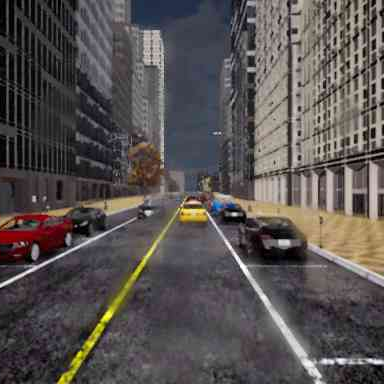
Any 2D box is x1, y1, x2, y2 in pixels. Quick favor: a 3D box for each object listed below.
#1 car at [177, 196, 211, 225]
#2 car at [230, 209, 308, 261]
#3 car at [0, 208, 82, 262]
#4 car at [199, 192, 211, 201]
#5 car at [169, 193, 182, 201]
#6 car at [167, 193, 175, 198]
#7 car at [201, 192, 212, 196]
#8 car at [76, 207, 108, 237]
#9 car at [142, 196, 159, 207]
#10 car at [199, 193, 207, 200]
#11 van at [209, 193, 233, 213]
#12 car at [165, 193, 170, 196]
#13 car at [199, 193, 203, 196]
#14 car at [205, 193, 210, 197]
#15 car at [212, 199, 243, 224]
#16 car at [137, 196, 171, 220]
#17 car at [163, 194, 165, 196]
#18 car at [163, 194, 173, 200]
[{"bbox_3d":[0.096,1.329,22.888,1.801,1.575,5.366,0,0,0],"label":"car"},{"bbox_3d":[2.690,1.502,11.774,1.947,1.339,4.313,0,0,0],"label":"car"},{"bbox_3d":[-5.691,1.480,11.780,1.887,1.381,4.507,0,0,0],"label":"car"},{"bbox_3d":[2.678,0.901,68.694,2.192,1.841,5.009,0,0,0],"label":"car"},{"bbox_3d":[-3.016,1.127,68.296,2.033,1.411,5.357,0,0,0],"label":"car"},{"bbox_3d":[-5.709,1.010,91.472,1.802,1.307,4.206,0,0,0],"label":"car"},{"bbox_3d":[2.681,0.976,57.309,2.192,1.841,5.009,0,0,0],"label":"car"},{"bbox_3d":[-5.692,1.470,17.472,1.947,1.339,4.313,0,0,0],"label":"car"},{"bbox_3d":[-5.698,1.260,45.765,1.752,1.417,4.829,0,0,0],"label":"car"},{"bbox_3d":[2.674,1.033,80.248,1.752,1.417,4.829,0,0,0],"label":"car"},{"bbox_3d":[2.687,1.180,28.850,1.690,1.788,3.998,0,0,0],"label":"van"},{"bbox_3d":[-5.705,1.098,74.397,2.008,1.369,4.403,0,0,0],"label":"car"},{"bbox_3d":[0.088,1.230,42.939,1.882,1.535,5.008,0,0,0],"label":"car"},{"bbox_3d":[2.685,1.245,34.542,1.967,1.590,4.097,0,0,0],"label":"car"},{"bbox_3d":[2.688,1.438,23.158,1.947,1.339,4.313,0,0,0],"label":"car"},{"bbox_3d":[-3.105,1.345,26.403,2.128,1.511,4.902,0,0,0],"label":"car"},{"bbox_3d":[-5.700,1.248,51.628,2.008,1.369,4.403,0,0,0],"label":"car"},{"bbox_3d":[-5.706,1.074,80.090,1.947,1.339,4.313,0,0,0],"label":"car"}]
